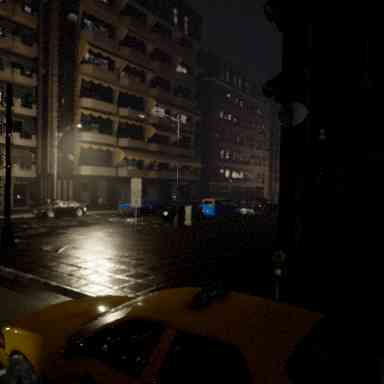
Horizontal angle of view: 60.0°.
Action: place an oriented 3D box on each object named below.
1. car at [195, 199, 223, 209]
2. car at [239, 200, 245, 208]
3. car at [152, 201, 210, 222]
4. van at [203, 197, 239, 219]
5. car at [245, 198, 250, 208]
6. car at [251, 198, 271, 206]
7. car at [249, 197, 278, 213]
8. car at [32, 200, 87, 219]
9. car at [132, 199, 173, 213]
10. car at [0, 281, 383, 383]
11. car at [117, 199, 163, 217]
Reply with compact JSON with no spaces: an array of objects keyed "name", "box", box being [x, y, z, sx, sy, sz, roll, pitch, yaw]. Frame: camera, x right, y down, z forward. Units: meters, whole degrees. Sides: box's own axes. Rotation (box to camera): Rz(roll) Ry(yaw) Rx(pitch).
[{"name":"car","box":[2.345,1.611,45.231,1.802,1.307,4.206,1,0,37]},{"name":"car","box":[5.639,1.516,49.678,1.967,1.590,4.097,1,0,37]},{"name":"car","box":[-0.803,1.673,26.896,1.947,1.339,4.313,1,0,37]},{"name":"van","box":[2.493,1.495,31.343,1.690,1.788,3.998,1,0,37]},{"name":"car","box":[9.464,1.521,50.365,2.097,1.767,4.553,2,1,37]},{"name":"car","box":[12.220,1.751,58.573,1.802,1.307,4.206,1,0,37]},{"name":"car","box":[9.076,1.689,40.239,1.967,1.590,4.097,1,0,37]},{"name":"car","box":[-10.823,1.390,27.441,2.008,1.369,4.403,1,0,37]},{"name":"car","box":[-4.239,1.479,36.335,1.887,1.381,4.507,1,0,37]},{"name":"car","box":[-0.061,1.509,3.070,4.829,1.417,1.752,1,1,36]},{"name":"car","box":[-4.750,1.442,31.286,1.882,1.535,5.008,2,1,37]}]
